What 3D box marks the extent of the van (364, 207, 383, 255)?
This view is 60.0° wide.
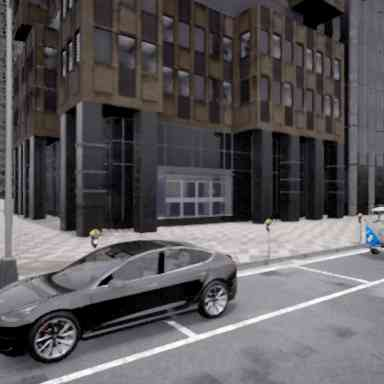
[{"bbox_3d":[8.084,1.423,12.443,3.998,1.788,1.690,0,0,-36],"label":"van"}]

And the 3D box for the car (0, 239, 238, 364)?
[{"bbox_3d":[-1.085,1.580,5.882,4.313,1.339,1.947,0,0,-36],"label":"car"}]
